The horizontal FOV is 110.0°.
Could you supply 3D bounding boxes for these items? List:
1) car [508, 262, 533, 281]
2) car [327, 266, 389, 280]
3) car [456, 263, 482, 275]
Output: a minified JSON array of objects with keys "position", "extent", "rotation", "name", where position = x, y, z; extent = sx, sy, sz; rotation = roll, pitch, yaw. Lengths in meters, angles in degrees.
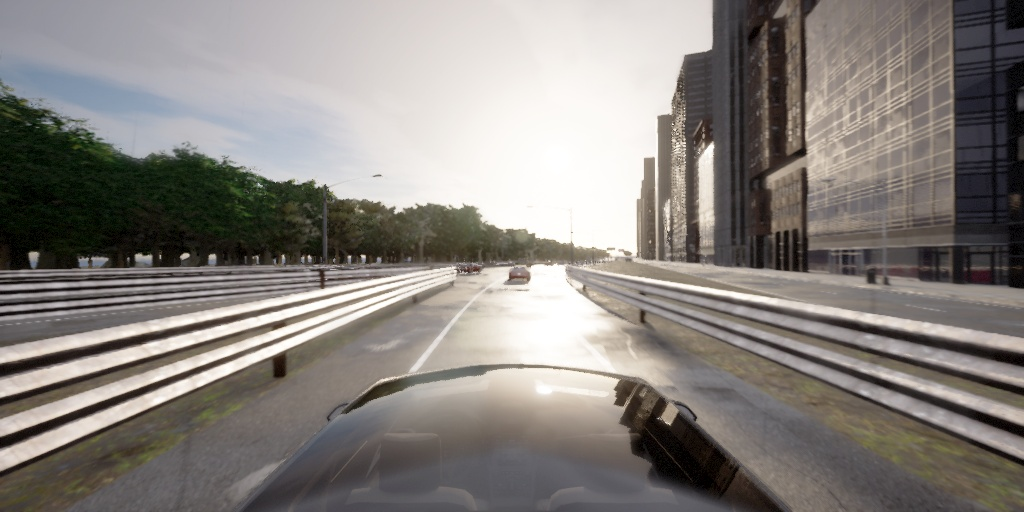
[{"position":[0.762,1.534,33.098],"extent":[1.994,1.385,4.181],"rotation":[-1,0,5],"name":"car"},{"position":[-11.392,1.411,26.987],"extent":[1.895,1.301,4.718],"rotation":[0,-1,18],"name":"car"},{"position":[-5.431,1.584,45.732],"extent":[1.895,1.301,4.718],"rotation":[0,-1,18],"name":"car"}]
